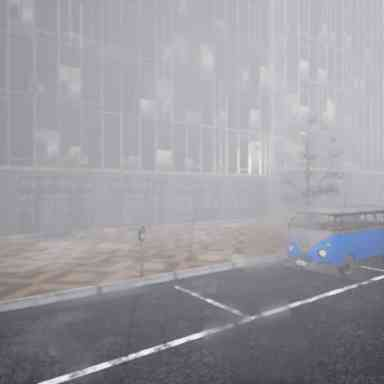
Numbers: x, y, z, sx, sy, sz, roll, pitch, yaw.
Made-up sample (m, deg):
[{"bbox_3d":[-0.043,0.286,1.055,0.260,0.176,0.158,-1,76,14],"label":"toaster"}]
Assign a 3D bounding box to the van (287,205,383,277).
[{"bbox_3d":[4.521,1.292,9.784,3.998,1.788,1.690,0,0,-36],"label":"van"}]
